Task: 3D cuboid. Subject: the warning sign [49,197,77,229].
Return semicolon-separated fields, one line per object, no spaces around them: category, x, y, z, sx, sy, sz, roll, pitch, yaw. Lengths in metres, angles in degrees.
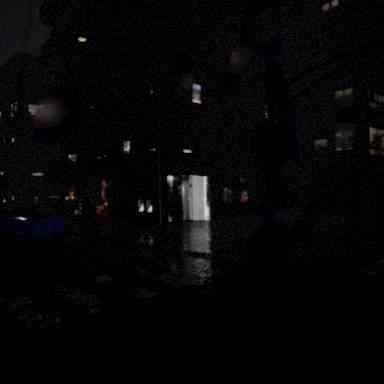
warning sign;-7.934;1.225;20.417;1.300;1.860;1.060;-1;0;-43

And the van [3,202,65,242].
van;-8.016;1.472;16.996;1.690;1.788;3.998;-3;1;-43

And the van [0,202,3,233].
van;-11.842;1.561;21.088;1.690;1.788;3.998;-3;1;-43
